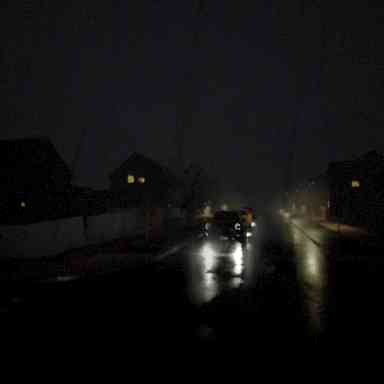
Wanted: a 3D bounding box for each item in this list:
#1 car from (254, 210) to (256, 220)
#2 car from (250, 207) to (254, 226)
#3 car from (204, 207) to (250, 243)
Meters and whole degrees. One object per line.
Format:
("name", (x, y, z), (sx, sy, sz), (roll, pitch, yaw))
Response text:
("car", (6.782, 2.540, 40.716), (1.882, 1.535, 5.008), (0, -2, 13))
("car", (4.152, 2.233, 28.899), (1.882, 1.535, 5.008), (0, -1, 12))
("car", (2.040, 1.870, 19.407), (2.097, 1.767, 4.553), (0, -1, 13))
